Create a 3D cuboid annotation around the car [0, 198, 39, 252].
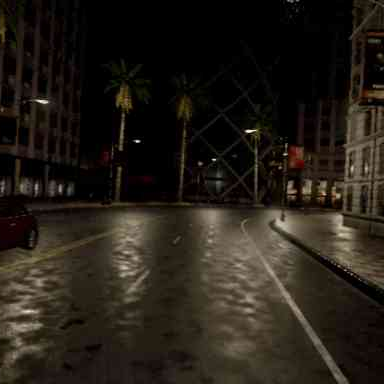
[{"bbox_3d":[-6.465,0.991,9.647,2.097,1.767,4.553,3,0,5],"label":"car"}]
